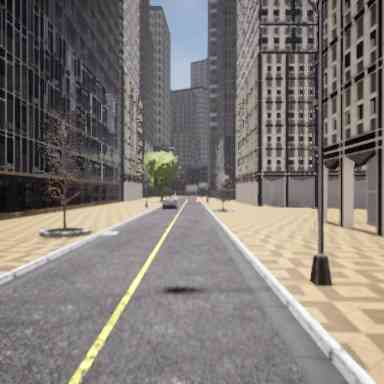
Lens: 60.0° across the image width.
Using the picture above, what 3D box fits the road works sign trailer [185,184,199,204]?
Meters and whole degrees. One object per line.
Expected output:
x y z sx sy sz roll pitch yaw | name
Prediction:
0.004 0.395 60.338 2.380 3.560 2.880 0 0 0 | road works sign trailer

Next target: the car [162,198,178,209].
-2.831 1.482 43.342 2.033 1.411 5.357 0 0 0 | car
